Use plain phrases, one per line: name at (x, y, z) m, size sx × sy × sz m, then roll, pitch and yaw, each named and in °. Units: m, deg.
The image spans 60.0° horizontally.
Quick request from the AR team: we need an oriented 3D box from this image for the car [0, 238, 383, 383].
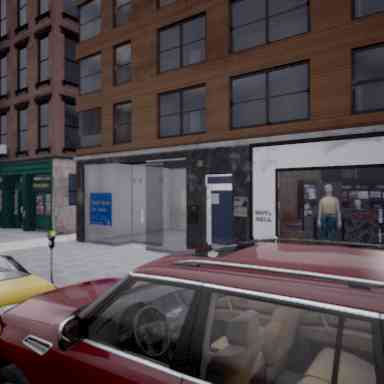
car at (0.401, 1.318, 2.526) m, size 5.009 × 1.841 × 2.192 m, roll 0°, pitch 0°, yaw 36°
